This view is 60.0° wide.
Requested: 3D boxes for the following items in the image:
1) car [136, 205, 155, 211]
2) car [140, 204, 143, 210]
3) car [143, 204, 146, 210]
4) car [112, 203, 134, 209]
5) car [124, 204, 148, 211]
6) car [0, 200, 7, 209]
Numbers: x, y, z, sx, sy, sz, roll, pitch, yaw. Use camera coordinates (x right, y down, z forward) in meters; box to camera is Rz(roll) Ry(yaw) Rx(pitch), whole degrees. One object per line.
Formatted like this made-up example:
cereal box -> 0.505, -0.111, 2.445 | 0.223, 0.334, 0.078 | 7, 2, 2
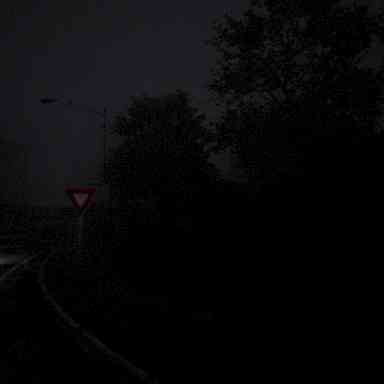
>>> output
car -> -12.602, 4.367, 90.370 | 4.674, 1.452, 2.002 | 1, -3, 3
car -> -13.722, 3.117, 71.160 | 5.008, 1.535, 2.097 | 1, -4, 3
car -> -13.551, 3.300, 73.902 | 4.892, 1.521, 2.231 | 1, -4, 3
car -> -13.882, 2.933, 68.416 | 4.892, 1.521, 2.231 | 1, -4, 3
car -> -13.425, 3.650, 79.403 | 5.366, 1.575, 1.946 | 1, -4, 3
car -> -25.616, 1.422, 42.122 | 4.181, 1.385, 1.994 | 1, 0, 20
